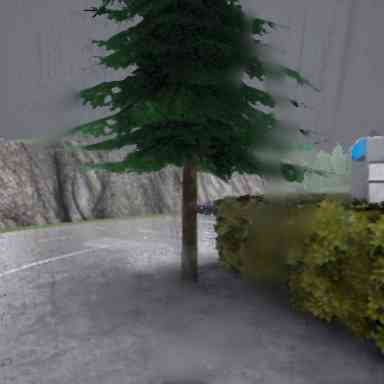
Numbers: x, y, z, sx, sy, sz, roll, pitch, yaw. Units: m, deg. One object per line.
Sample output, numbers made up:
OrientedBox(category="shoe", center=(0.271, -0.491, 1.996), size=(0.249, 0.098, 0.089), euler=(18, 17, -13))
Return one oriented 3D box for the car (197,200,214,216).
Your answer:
OrientedBox(category="car", center=(1.540, 1.430, 31.052), size=(1.895, 1.301, 4.718), euler=(0, 0, 37))
